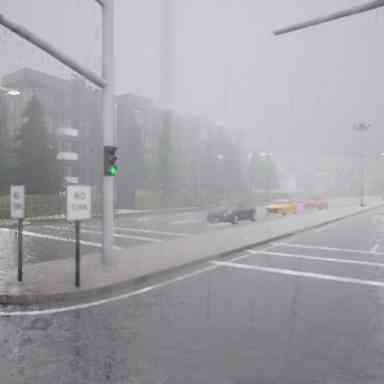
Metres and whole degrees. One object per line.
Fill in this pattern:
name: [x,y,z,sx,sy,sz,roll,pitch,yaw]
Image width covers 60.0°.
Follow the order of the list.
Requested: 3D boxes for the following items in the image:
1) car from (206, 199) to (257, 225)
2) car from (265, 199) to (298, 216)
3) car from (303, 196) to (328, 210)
car: [2.944,1.345,24.254,2.097,1.767,4.553,0,0,35]
car: [8.831,1.471,32.646,1.882,1.535,5.008,0,0,35]
car: [15.859,1.345,42.649,2.097,1.767,4.553,0,0,35]
